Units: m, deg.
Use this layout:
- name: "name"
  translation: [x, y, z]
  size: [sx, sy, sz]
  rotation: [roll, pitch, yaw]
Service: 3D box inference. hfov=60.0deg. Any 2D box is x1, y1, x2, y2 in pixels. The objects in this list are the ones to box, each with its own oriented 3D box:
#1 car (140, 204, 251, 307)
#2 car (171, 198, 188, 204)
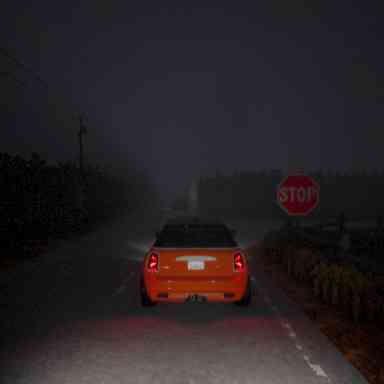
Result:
- name: "car"
  translation: [0.052, 1.346, 8.154]
  size: [2.097, 1.767, 4.553]
  rotation: [0, 0, -1]
- name: "car"
  translation: [-1.456, 1.451, 39.060]
  size: [1.882, 1.535, 5.008]
  rotation: [0, 0, -5]
